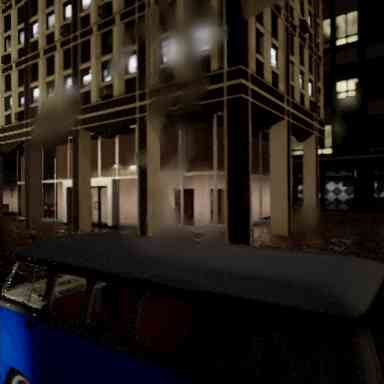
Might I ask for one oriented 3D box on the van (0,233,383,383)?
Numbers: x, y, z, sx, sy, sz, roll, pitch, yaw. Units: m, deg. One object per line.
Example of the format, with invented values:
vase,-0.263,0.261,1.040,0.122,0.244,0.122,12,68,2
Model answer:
van,-0.265,1.360,3.063,3.998,1.788,1.690,-1,0,35
